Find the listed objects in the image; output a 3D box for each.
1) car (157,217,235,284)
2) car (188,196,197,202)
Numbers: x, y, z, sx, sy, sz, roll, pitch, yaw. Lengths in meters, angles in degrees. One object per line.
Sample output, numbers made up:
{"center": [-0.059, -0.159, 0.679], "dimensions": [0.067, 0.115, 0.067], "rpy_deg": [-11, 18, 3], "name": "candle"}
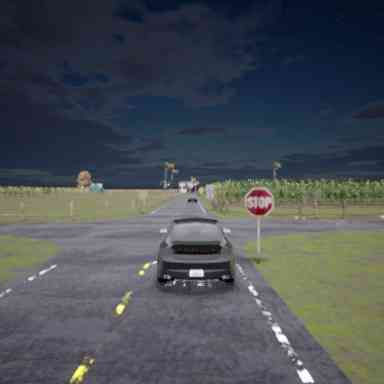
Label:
{"center": [0.097, 1.482, 9.496], "dimensions": [1.837, 1.490, 4.892], "rpy_deg": [0, 0, 0], "name": "car"}
{"center": [0.085, 1.400, 67.375], "dimensions": [1.895, 1.301, 4.718], "rpy_deg": [0, 0, 0], "name": "car"}
